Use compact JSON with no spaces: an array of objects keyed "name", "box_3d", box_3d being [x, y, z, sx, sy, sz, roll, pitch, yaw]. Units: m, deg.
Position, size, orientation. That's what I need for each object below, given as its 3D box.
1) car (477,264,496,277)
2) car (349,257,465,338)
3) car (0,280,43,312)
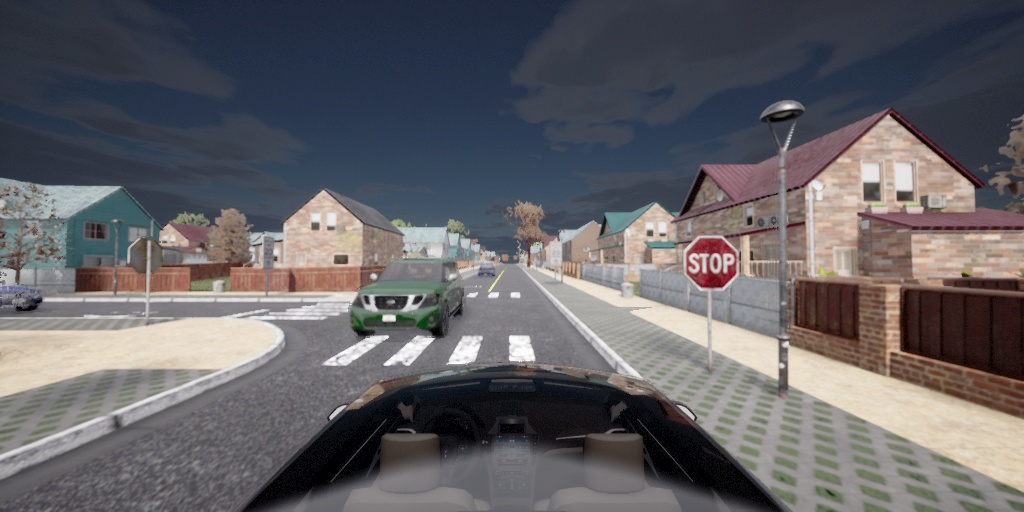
[{"name":"car","box_3d":[-2.762,1.583,39.943,2.033,1.411,5.357,0,0,0]},{"name":"car","box_3d":[-2.751,1.060,10.789,2.150,2.045,5.566,0,0,0]},{"name":"car","box_3d":[-18.919,1.251,12.025,4.674,1.442,1.812,0,-2,-1]}]
